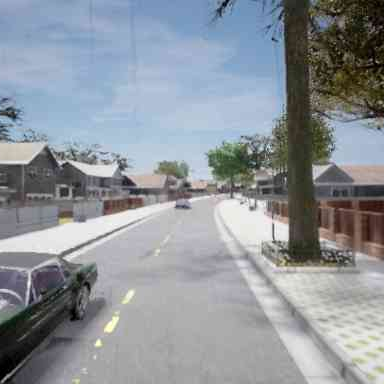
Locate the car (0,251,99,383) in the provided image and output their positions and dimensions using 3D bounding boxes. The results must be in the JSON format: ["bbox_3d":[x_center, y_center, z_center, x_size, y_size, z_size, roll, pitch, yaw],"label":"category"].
[{"bbox_3d":[-2.834,1.615,4.547,1.895,1.301,4.718,0,0,0],"label":"car"}]

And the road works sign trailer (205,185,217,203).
[{"bbox_3d":[3.940,0.427,67.362,2.380,3.560,2.880,0,0,8],"label":"road works sign trailer"}]

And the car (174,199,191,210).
[{"bbox_3d":[-1.205,1.592,44.808,2.033,1.411,5.357,0,0,5],"label":"car"}]
